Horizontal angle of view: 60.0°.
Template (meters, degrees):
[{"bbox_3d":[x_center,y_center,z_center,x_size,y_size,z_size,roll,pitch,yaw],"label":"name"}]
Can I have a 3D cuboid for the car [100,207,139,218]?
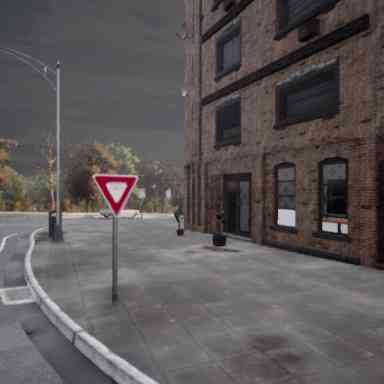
[{"bbox_3d":[-7.789,2.211,36.517,1.895,1.301,4.718,0,-3,27],"label":"car"}]

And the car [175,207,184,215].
[{"bbox_3d":[-0.886,2.997,49.695,1.812,1.442,4.674,0,-3,28],"label":"car"}]
